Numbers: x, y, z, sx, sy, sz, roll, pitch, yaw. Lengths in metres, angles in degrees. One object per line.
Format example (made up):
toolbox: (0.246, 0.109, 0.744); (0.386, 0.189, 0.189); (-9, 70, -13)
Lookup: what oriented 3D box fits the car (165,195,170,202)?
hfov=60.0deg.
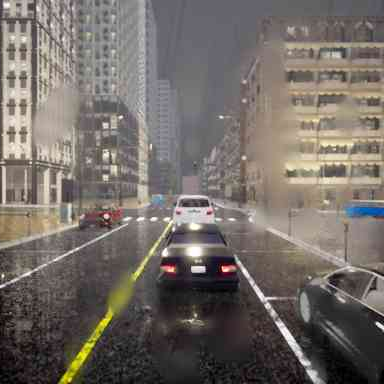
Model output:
car: (-5.776, 1.523, 75.640); (1.752, 1.417, 4.829); (0, 0, 0)

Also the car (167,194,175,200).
car: (-5.795, 1.446, 92.463); (1.967, 1.590, 4.097); (0, 0, 0)

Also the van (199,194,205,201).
van: (2.591, 1.344, 86.923); (1.690, 1.788, 3.998); (0, 0, 0)

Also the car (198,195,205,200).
car: (2.586, 1.556, 92.473); (2.008, 1.369, 4.403); (0, 0, 0)

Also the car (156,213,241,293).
car: (0.094, 1.544, 8.969); (2.033, 1.411, 5.357); (0, 0, -1)

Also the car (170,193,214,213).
car: (0.084, 1.215, 19.221); (2.150, 2.045, 5.566); (0, 0, 0)

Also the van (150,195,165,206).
van: (-5.751, 1.332, 53.606); (1.690, 1.788, 3.998); (0, 0, 0)

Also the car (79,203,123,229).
car: (-5.715, 1.433, 21.132); (1.967, 1.590, 4.097); (0, 0, 0)

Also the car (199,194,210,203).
car: (2.610, 1.311, 70.270); (2.192, 1.841, 5.009); (0, 0, 0)

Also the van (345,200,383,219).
van: (16.894, 1.694, 31.891); (3.998, 1.788, 1.690); (1, -1, 0)

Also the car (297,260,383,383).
car: (2.685, 1.549, 4.195); (2.008, 1.369, 4.403); (0, 0, 0)
